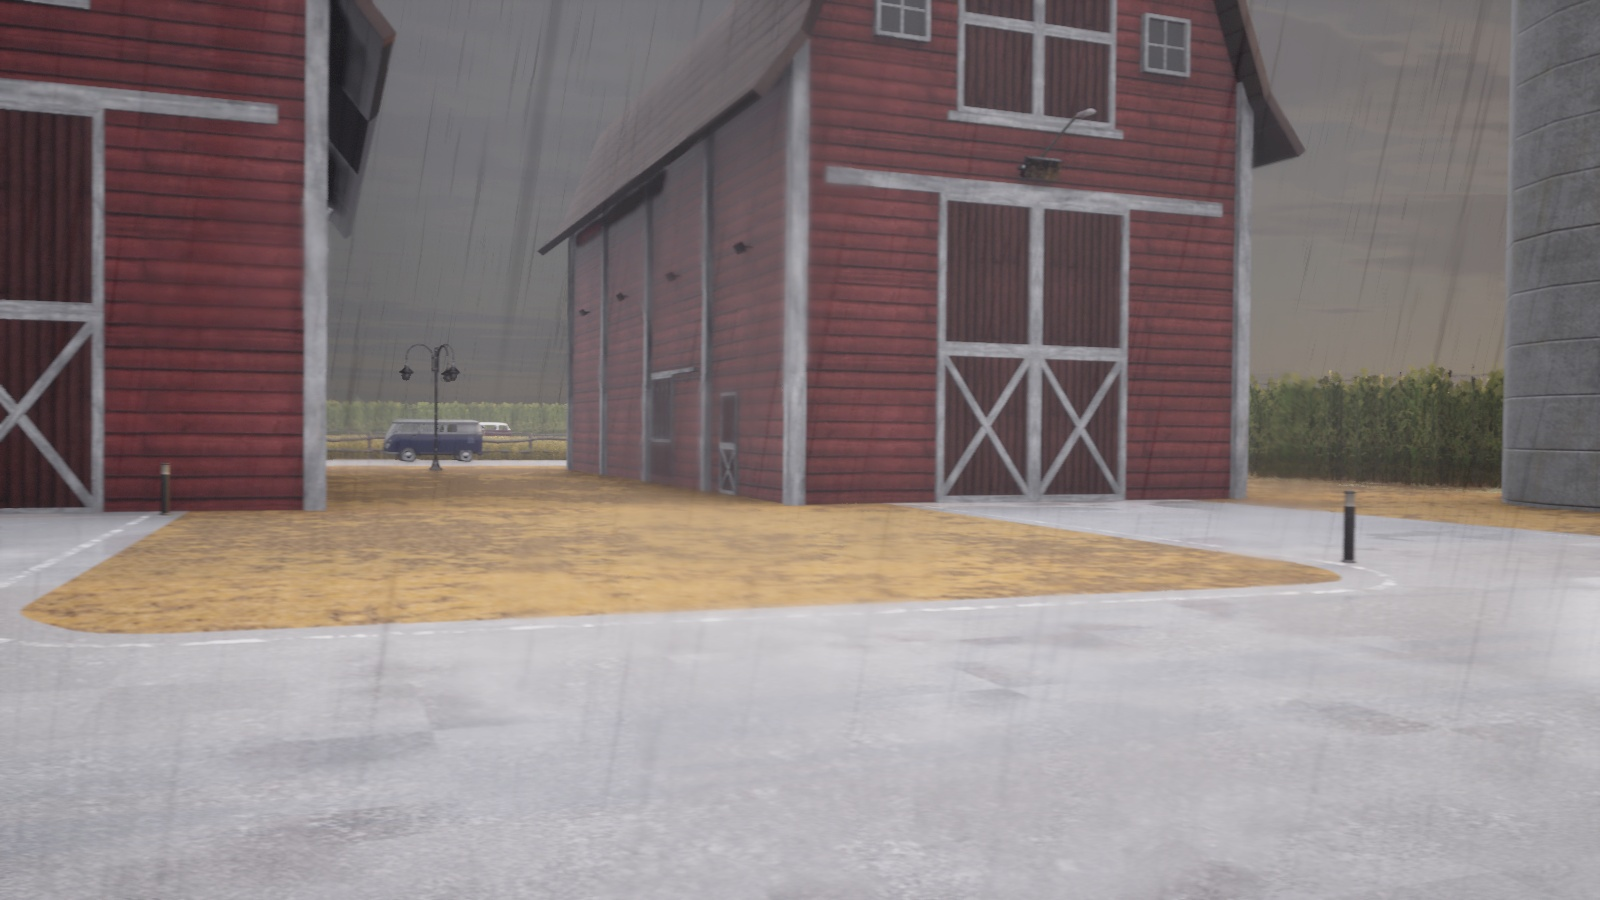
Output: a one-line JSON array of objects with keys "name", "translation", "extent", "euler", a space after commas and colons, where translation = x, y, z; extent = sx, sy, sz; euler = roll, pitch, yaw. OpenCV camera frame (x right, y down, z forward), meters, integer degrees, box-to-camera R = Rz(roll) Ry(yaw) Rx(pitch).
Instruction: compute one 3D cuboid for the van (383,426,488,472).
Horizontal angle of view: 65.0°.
[{"name": "van", "translation": [-16.855, -0.076, 58.108], "extent": [4.442, 1.987, 1.775], "euler": [-1, 1, -24]}]
